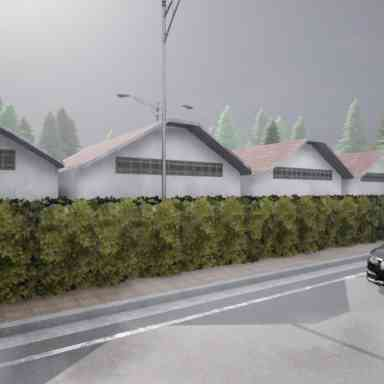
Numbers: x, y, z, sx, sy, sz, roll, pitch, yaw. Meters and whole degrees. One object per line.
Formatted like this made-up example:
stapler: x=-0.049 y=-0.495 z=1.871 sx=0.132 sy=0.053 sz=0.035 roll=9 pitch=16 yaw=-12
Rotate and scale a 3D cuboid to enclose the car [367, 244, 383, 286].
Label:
car: x=6.238 y=1.491 z=8.172 sx=4.902 sy=1.511 sz=2.128 roll=0 pitch=0 yaw=-34
